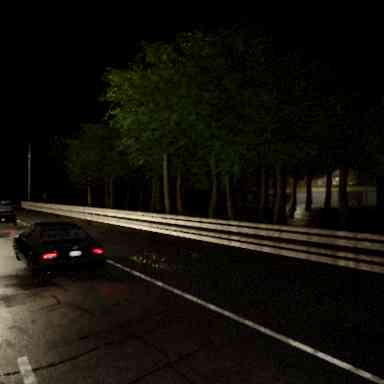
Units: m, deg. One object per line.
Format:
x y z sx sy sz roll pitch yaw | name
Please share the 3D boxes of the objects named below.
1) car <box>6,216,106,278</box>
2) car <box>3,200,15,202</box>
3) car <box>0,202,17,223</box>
-4.470 1.681 10.755 2.033 1.411 5.357 1 -1 -35 | car
-40.188 2.409 73.112 1.812 1.442 4.674 0 -1 -10 | car
-14.855 1.805 25.765 2.128 1.511 4.902 1 -1 -35 | car
